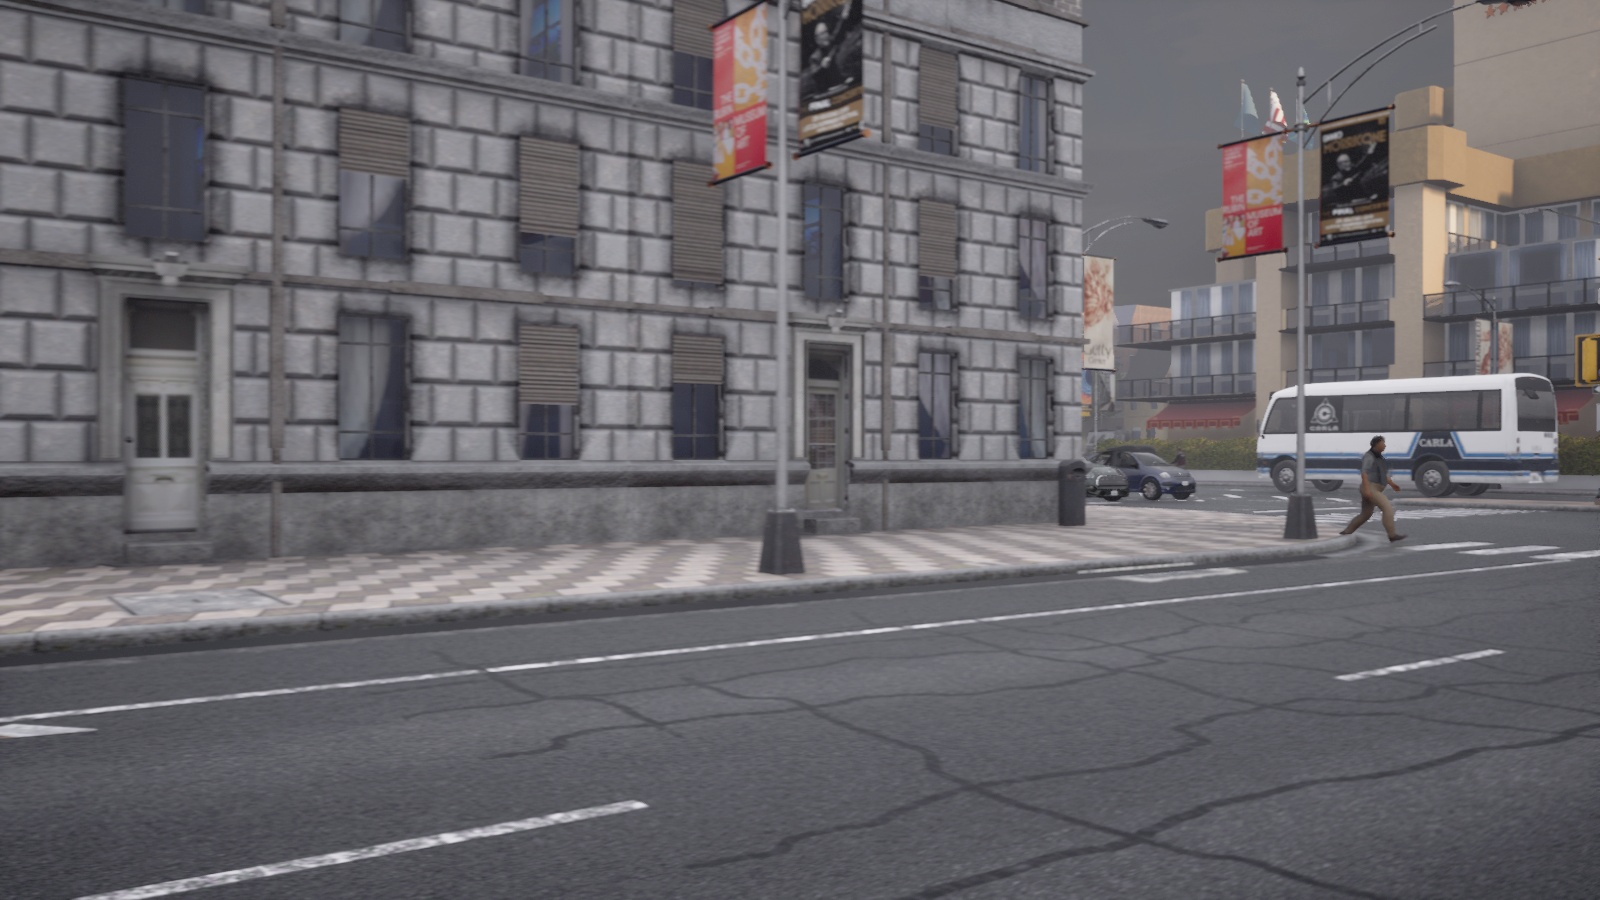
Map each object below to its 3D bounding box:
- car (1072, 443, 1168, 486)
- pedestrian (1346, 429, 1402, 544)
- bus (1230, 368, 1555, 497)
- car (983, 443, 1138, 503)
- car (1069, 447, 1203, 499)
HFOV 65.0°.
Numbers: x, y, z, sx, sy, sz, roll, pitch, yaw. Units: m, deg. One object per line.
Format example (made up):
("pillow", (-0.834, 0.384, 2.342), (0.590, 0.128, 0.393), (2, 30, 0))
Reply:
("car", (14.401, 0.651, 56.638), (1.905, 1.878, 3.866), (0, 0, -36))
("pedestrian", (9.386, 0.583, 20.536), (0.694, 1.848, 0.540), (0, 0, 40))
("bus", (21.576, -0.562, 46.595), (3.944, 4.253, 10.273), (0, 0, -36))
("car", (8.140, 0.685, 39.599), (2.097, 1.767, 4.553), (0, 0, -36))
("car", (11.056, 0.723, 41.538), (1.851, 1.617, 3.988), (0, 0, -36))
